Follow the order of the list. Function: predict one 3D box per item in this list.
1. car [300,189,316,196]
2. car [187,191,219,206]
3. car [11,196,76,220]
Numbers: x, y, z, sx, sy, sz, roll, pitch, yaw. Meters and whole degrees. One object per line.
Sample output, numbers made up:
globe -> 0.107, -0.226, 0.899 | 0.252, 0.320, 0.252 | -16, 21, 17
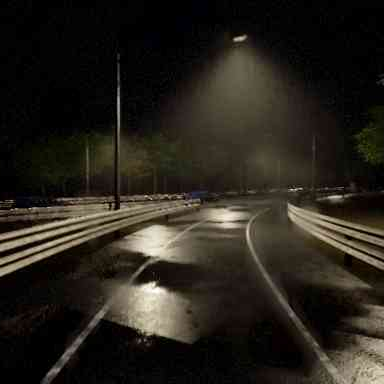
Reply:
car -> 26.847, 0.028, 76.807 | 2.097, 1.767, 4.553 | 0, 2, 42
car -> 1.588, 0.862, 48.363 | 2.150, 2.045, 5.566 | 0, 2, 42
car -> -13.779, 1.415, 31.058 | 2.150, 2.045, 5.566 | 0, 1, 42
